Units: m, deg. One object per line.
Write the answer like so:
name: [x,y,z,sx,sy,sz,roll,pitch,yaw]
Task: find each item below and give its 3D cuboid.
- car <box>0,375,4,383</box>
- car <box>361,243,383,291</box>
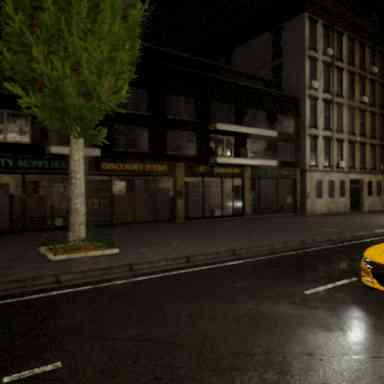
car: [-3.620,1.554,1.080,5.357,1.411,2.033,0,0,-35]
car: [5.986,1.457,7.909,5.008,1.535,1.882,0,0,-35]
